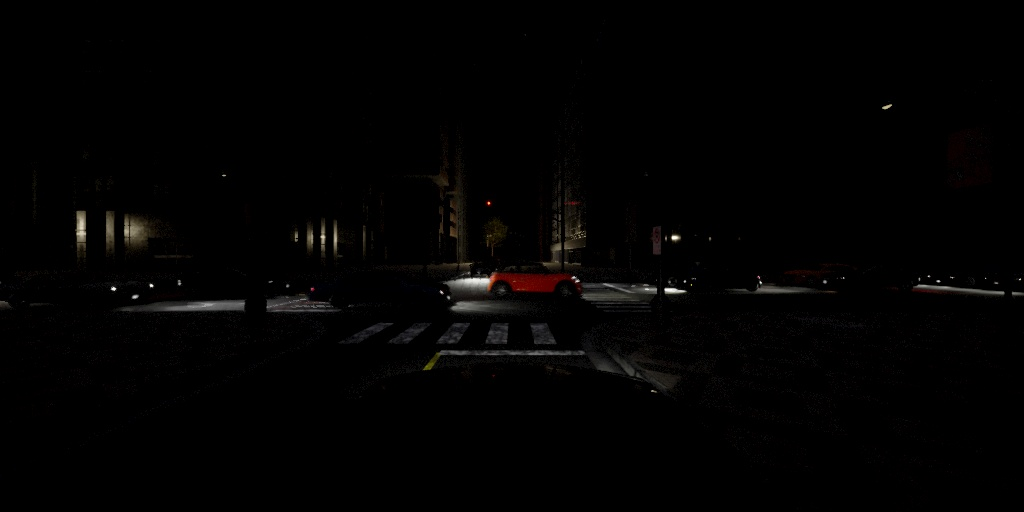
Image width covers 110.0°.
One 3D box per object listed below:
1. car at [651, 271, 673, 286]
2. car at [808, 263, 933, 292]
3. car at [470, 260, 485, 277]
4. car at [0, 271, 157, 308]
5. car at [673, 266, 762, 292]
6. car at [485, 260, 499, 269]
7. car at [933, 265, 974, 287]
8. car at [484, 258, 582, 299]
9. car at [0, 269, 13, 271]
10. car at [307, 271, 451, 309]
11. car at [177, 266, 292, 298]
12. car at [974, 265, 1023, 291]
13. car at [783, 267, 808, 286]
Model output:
[{"bbox_3d":[12.095,1.355,24.377,4.718,1.301,1.895,0,0,3],"label":"car"},{"bbox_3d":[20.880,1.262,21.087,4.902,1.511,2.128,0,0,0],"label":"car"},{"bbox_3d":[-3.085,1.241,36.106,2.128,1.511,4.902,0,0,0],"label":"car"},{"bbox_3d":[-17.496,1.345,14.551,4.718,1.301,1.895,0,0,0],"label":"car"},{"bbox_3d":[12.184,1.324,21.125,4.181,1.385,1.994,0,0,0],"label":"car"},{"bbox_3d":[-3.115,1.313,56.046,1.994,1.385,4.181,0,0,0],"label":"car"},{"bbox_3d":[31.566,1.327,24.287,5.357,1.411,2.033,0,0,0],"label":"car"},{"bbox_3d":[1.098,1.102,17.723,4.553,1.767,2.097,0,0,0],"label":"car"},{"bbox_3d":[-28.371,0.952,17.844,5.566,2.045,2.150,1,0,0],"label":"car"},{"bbox_3d":[-5.244,1.299,14.499,5.357,1.411,2.033,0,0,0],"label":"car"},{"bbox_3d":[-13.658,1.233,17.826,4.902,1.511,2.128,0,0,-1],"label":"car"},{"bbox_3d":[30.762,1.310,21.040,4.674,1.442,1.812,0,0,0],"label":"car"},{"bbox_3d":[21.230,1.243,24.335,5.008,1.535,1.882,0,0,0],"label":"car"}]
